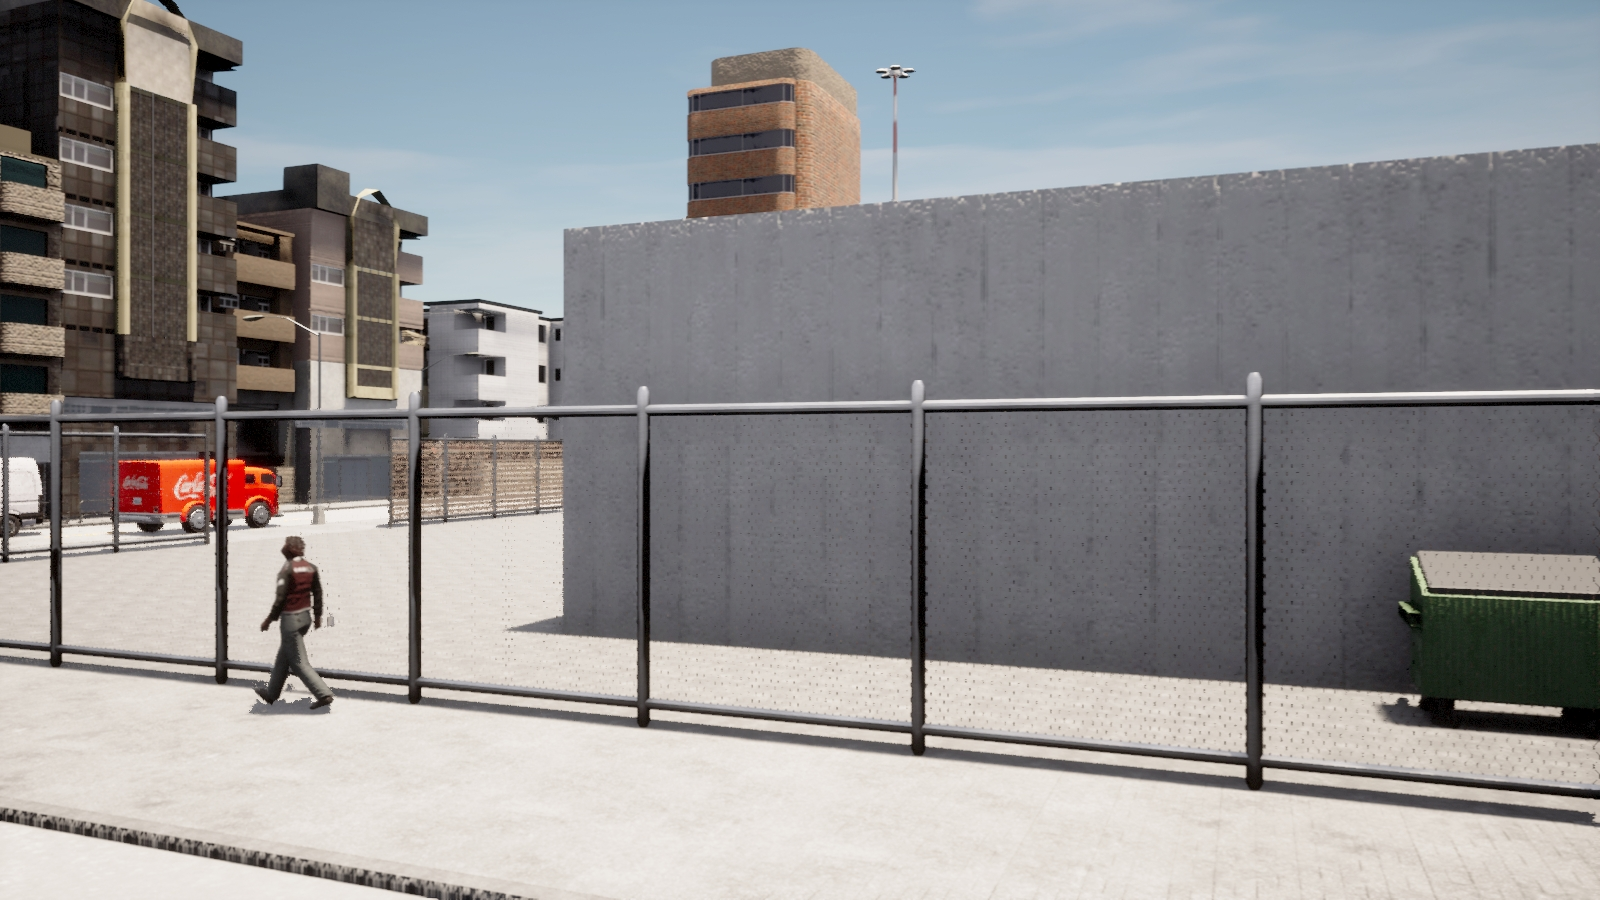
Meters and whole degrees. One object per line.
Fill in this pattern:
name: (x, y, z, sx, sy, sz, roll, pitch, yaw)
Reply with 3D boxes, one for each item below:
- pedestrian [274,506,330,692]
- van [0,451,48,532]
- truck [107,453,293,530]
pedestrian: (-5.138, 1.520, 11.790, 0.375, 1.860, 0.375, 0, 0, 21)
van: (-26.631, 1.298, 35.040, 1.988, 2.561, 5.915, 0, 0, 21)
truck: (-20.603, 1.333, 39.542, 2.627, 2.467, 5.204, 0, 0, 23)
